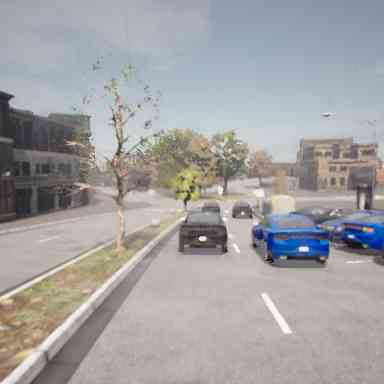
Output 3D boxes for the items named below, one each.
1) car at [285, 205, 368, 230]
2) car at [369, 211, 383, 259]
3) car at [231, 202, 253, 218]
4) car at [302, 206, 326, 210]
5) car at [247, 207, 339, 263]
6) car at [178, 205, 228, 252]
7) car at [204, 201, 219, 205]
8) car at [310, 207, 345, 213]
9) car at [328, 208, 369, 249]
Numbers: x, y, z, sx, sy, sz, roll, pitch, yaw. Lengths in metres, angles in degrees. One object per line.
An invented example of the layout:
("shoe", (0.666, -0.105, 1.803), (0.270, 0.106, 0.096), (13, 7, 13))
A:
("car", (8.914, 1.679, 22.132), (4.792, 1.488, 2.163), (1, -1, -15))
("car", (8.280, 1.427, 10.333), (4.553, 1.767, 2.185), (1, 0, -17))
("car", (4.981, 1.752, 33.296), (1.837, 1.490, 4.892), (0, -1, 6))
("car", (8.676, 1.623, 19.175), (4.892, 1.521, 2.231), (1, -1, -16))
("car", (3.409, 1.550, 12.299), (1.882, 1.535, 5.008), (0, 0, 2))
("car", (0.508, 1.553, 14.432), (1.882, 1.535, 5.008), (0, 0, 3))
("car", (1.983, 1.729, 33.461), (1.837, 1.490, 4.892), (0, -1, 6))
("car", (8.513, 1.638, 16.221), (4.674, 1.452, 2.002), (1, 0, -16))
("car", (8.360, 1.574, 13.275), (5.008, 1.535, 2.097), (1, -1, -17))
